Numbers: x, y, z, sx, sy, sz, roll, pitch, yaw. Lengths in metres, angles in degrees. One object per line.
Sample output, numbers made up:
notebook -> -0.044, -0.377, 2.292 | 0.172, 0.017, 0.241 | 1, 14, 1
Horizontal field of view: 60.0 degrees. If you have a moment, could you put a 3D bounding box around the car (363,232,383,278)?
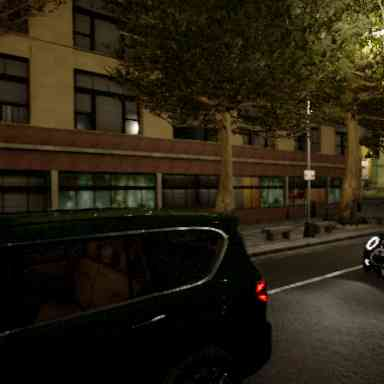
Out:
car -> 6.424, 1.232, 8.635 | 4.553, 1.767, 2.097 | -1, 0, -36

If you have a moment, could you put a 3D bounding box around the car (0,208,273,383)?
car -> -1.754, 1.226, 2.748 | 5.566, 2.045, 2.150 | -1, 0, -35
